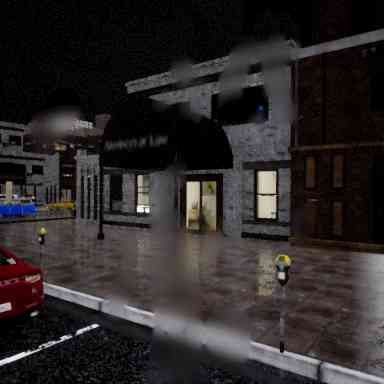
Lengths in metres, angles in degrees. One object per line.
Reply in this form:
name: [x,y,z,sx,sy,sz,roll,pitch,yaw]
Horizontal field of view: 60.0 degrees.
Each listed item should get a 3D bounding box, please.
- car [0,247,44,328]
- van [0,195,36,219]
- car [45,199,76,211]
car: [-4.547,1.544,6.110,4.507,1.381,1.887,0,0,35]
van: [-15.640,1.413,28.724,1.690,1.788,3.998,0,0,35]
car: [-16.244,1.569,42.453,1.752,1.417,4.829,0,0,35]
